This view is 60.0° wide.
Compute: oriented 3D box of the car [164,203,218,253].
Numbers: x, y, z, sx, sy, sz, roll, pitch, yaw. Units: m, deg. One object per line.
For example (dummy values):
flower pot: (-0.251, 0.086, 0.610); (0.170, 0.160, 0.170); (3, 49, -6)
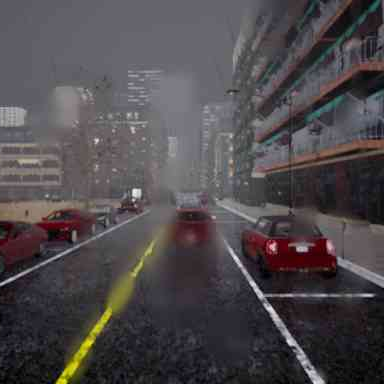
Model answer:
car: (-0.016, 1.405, 13.418); (1.882, 1.535, 5.008); (0, 0, 0)

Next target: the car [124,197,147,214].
car: (-5.855, 1.269, 31.998); (1.967, 1.590, 4.097); (0, 0, 0)

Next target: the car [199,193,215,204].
car: (2.444, 1.293, 48.621); (1.887, 1.381, 4.507); (0, 0, 0)

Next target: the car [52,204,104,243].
car: (-5.773, 1.461, 15.416); (1.887, 1.381, 4.507); (0, 0, 0)

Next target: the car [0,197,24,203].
car: (-38.748, 1.761, 70.162); (4.507, 1.381, 1.887); (-1, 2, -1)

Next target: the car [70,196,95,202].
car: (-22.750, 1.534, 70.309); (4.403, 1.369, 2.008); (-1, 2, -1)

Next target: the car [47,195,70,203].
car: (-28.319, 1.615, 70.242); (4.403, 1.369, 2.008); (-1, 2, -1)

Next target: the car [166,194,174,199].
car: (-6.151, 1.117, 92.041); (1.947, 1.339, 4.313); (0, 0, 0)

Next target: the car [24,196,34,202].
car: (-39.561, 1.704, 78.696); (4.206, 1.307, 1.802); (-1, 2, -1)

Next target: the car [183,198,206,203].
car: (-0.094, 1.454, 27.353); (1.895, 1.301, 4.718); (0, 0, 0)

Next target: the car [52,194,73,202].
car: (-30.661, 1.431, 78.850); (4.097, 1.590, 1.967); (-1, 2, -1)

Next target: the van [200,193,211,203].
van: (2.388, 1.037, 59.676); (1.690, 1.788, 3.998); (0, 0, 0)

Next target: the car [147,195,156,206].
car: (-5.937, 1.188, 48.580); (1.967, 1.590, 4.097); (0, 0, 0)

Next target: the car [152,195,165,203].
car: (-5.991, 1.278, 59.637); (1.802, 1.307, 4.206); (0, 0, 0)

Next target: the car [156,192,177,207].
car: (-3.322, 0.983, 46.274); (2.150, 2.045, 5.566); (0, 0, 0)

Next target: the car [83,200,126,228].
car: (-5.800, 1.437, 20.944); (2.008, 1.369, 4.403); (0, 0, 0)

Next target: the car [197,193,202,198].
car: (2.415, 1.037, 54.148); (2.192, 1.841, 5.009); (0, 0, 0)

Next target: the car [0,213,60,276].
car: (-5.745, 1.527, 9.889); (1.802, 1.307, 4.206); (0, 0, 0)

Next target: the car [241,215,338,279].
car: (2.634, 1.386, 9.929); (1.967, 1.590, 4.097); (0, 0, 0)
